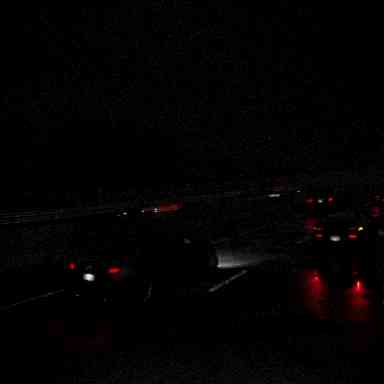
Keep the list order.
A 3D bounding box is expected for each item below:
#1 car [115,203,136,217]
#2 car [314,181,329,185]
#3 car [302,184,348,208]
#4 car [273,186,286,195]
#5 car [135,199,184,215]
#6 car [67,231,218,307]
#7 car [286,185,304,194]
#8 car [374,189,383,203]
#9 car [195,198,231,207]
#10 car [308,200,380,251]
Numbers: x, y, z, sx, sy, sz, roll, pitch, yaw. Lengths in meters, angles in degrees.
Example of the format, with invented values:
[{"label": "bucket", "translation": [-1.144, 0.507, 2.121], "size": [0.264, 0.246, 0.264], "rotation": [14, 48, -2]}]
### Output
[{"label": "car", "translation": [-5.644, 1.895, 33.625], "size": [1.837, 1.490, 4.892], "rotation": [-3, 0, 34]}, {"label": "car", "translation": [25.833, -1.163, 66.367], "size": [2.150, 2.045, 5.566], "rotation": [-3, 2, 36]}, {"label": "car", "translation": [10.910, 0.649, 26.600], "size": [2.150, 2.045, 5.566], "rotation": [-3, 1, 34]}, {"label": "car", "translation": [17.962, -0.358, 67.402], "size": [1.882, 1.535, 5.008], "rotation": [-3, 2, 36]}, {"label": "car", "translation": [-2.758, 1.579, 31.658], "size": [2.097, 1.767, 4.553], "rotation": [-3, 0, 34]}, {"label": "car", "translation": [-1.032, 1.679, 8.538], "size": [1.994, 1.385, 4.181], "rotation": [-3, 0, 33]}, {"label": "car", "translation": [20.794, -0.637, 65.365], "size": [2.097, 1.767, 4.553], "rotation": [-3, 1, 36]}, {"label": "car", "translation": [18.243, 0.422, 31.131], "size": [1.812, 1.442, 4.674], "rotation": [-3, 1, 35]}, {"label": "car", "translation": [2.112, 1.397, 32.622], "size": [1.882, 1.535, 5.008], "rotation": [-3, 1, 34]}, {"label": "car", "translation": [5.969, 1.288, 12.857], "size": [1.812, 1.442, 4.674], "rotation": [-3, 0, 33]}]
